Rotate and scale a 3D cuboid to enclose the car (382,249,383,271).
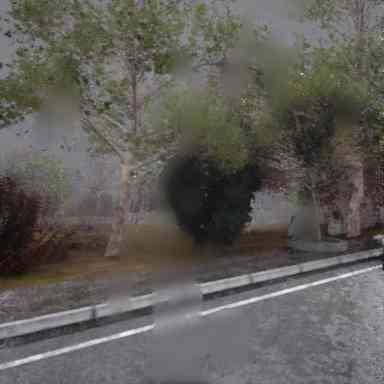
[{"bbox_3d":[7.200,1.362,9.130,4.553,1.767,2.097,0,0,-35],"label":"car"}]
